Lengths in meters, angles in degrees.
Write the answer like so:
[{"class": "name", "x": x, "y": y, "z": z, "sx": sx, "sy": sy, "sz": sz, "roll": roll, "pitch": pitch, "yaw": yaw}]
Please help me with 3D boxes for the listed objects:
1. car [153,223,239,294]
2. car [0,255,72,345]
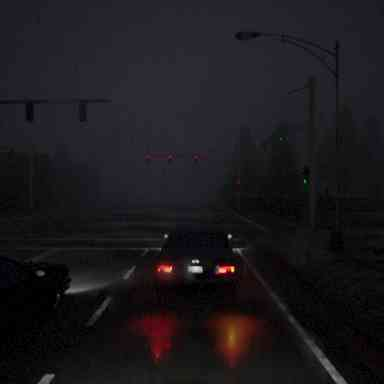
[{"class": "car", "x": 0.146, "y": 1.544, "z": 8.939, "sx": 2.033, "sy": 1.411, "sz": 5.357, "roll": 0, "pitch": 0, "yaw": 2}, {"class": "car", "x": -3.428, "y": 1.546, "z": 4.440, "sx": 2.033, "sy": 1.411, "sz": 5.357, "roll": 0, "pitch": 0, "yaw": 1}]
